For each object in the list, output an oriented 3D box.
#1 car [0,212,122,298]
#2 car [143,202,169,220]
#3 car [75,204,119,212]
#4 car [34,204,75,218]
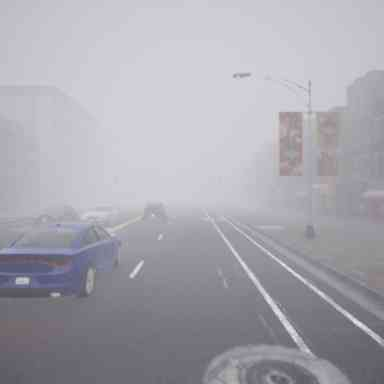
[{"bbox_3d":[-3.154,1.512,8.660,1.882,1.535,5.008,0,0,0],"label":"car"},{"bbox_3d":[-3.156,1.628,29.223,1.837,1.490,4.892,0,0,0],"label":"car"},{"bbox_3d":[-6.567,1.628,24.148,1.812,1.442,4.674,0,0,0],"label":"car"},{"bbox_3d":[-9.814,1.630,24.485,1.812,1.442,4.674,0,0,0],"label":"car"}]
